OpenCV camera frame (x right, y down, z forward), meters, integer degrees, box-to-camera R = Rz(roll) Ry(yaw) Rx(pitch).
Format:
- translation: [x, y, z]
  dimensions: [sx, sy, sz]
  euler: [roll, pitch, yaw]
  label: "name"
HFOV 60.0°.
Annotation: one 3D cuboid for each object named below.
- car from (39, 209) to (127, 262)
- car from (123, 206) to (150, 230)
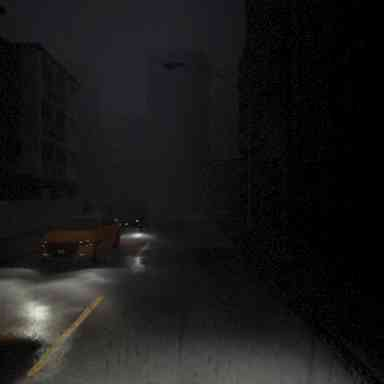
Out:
- translation: [-4.079, 1.625, 12.911]
  dimensions: [1.882, 1.535, 5.008]
  euler: [0, -1, 0]
  label: "car"
- translation: [-4.058, 1.766, 23.035]
  dimensions: [1.837, 1.490, 4.892]
  euler: [0, -1, 0]
  label: "car"
